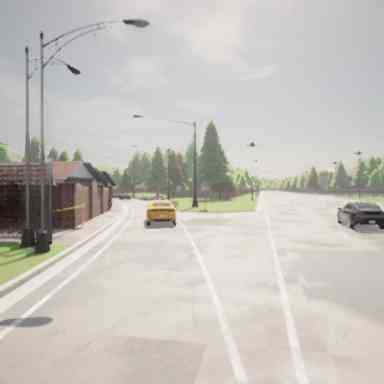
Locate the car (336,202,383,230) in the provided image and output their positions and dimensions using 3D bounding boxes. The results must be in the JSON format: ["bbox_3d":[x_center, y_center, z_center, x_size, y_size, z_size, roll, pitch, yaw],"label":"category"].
[{"bbox_3d":[10.112,1.342,20.118,1.837,1.490,4.892,0,0,12],"label":"car"}]

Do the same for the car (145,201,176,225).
[{"bbox_3d":[-2.191,1.328,22.999,1.882,1.535,5.008,0,0,-8],"label":"car"}]

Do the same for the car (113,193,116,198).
[{"bbox_3d":[-18.615,0.919,82.757,1.895,1.301,4.718,0,0,-24],"label":"car"}]

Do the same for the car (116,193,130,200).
[{"bbox_3d":[-14.845,1.036,73.327,1.837,1.490,4.892,0,0,-22],"label":"car"}]
